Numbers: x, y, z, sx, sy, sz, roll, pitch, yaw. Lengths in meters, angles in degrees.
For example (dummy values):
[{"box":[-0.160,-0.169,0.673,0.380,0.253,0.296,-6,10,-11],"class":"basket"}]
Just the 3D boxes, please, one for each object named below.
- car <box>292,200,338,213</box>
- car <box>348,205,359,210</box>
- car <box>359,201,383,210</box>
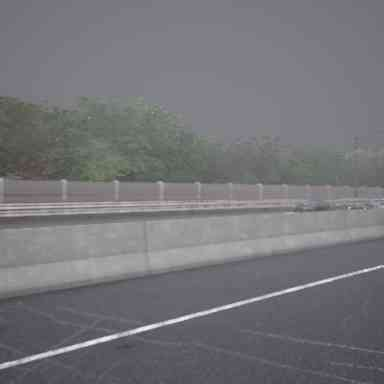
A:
[{"box":[12.651,1.550,34.011,5.357,1.411,2.033,0,1,-34],"class":"car"},{"box":[17.616,1.634,33.126,4.718,1.301,1.895,0,0,-34],"class":"car"},{"box":[16.855,1.517,28.395,4.902,1.511,2.128,0,0,-34],"class":"car"}]
